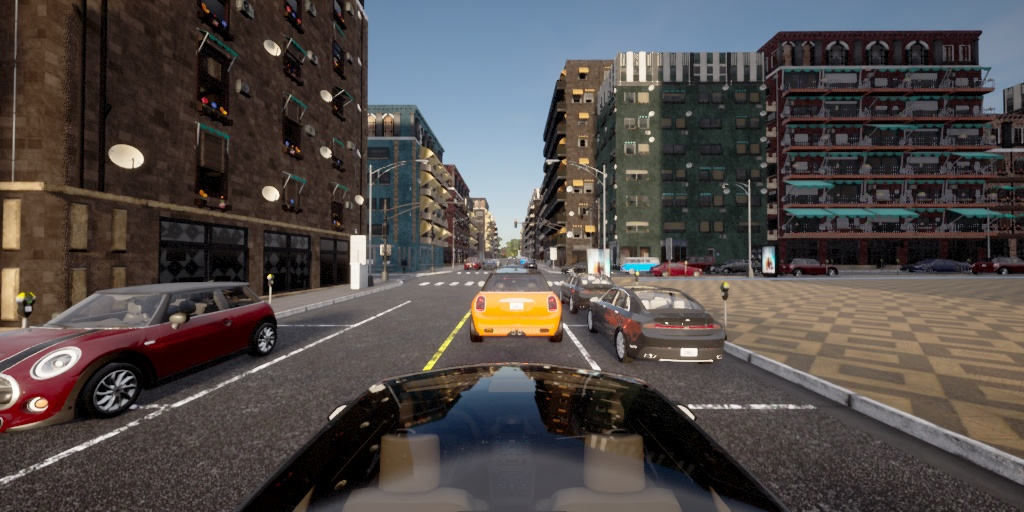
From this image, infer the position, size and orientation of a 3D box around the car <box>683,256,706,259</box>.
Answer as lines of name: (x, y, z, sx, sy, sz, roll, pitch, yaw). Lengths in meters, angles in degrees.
car: (19.300, 0.974, 38.442, 5.009, 1.841, 2.192, 0, 0, 0)

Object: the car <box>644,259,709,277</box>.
car: (13.710, 1.160, 30.102, 4.207, 1.307, 1.802, 0, 0, 0)

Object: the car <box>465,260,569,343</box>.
car: (0.098, 1.104, 9.886, 2.097, 1.767, 4.553, 0, 0, 0)

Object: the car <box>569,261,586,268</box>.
car: (7.465, 1.226, 36.491, 4.892, 1.490, 1.837, 0, 0, 9)

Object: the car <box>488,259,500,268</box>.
car: (-3.075, 1.294, 60.957, 1.812, 1.442, 4.674, 0, 0, 0)

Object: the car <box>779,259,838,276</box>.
car: (24.765, 0.933, 30.022, 4.097, 1.591, 1.967, 0, 0, 0)

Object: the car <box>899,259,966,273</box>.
car: (42.051, 0.997, 35.662, 5.357, 1.411, 2.033, 0, -1, 1)

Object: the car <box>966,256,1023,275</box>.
car: (41.346, 0.809, 29.902, 4.097, 1.591, 1.967, 0, 0, 0)

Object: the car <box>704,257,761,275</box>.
car: (22.429, 1.086, 35.840, 4.902, 1.511, 2.128, -1, -1, 0)

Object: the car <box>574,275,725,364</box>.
car: (2.821, 1.302, 7.906, 2.007, 1.370, 4.403, 0, 0, 0)

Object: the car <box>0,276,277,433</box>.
car: (-5.819, 1.191, 5.671, 1.967, 1.591, 4.097, 0, 0, 0)

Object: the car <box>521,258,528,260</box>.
car: (2.695, 1.330, 51.669, 1.948, 1.339, 4.313, 0, 0, 0)

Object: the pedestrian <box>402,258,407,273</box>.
pedestrian: (-12.526, 1.094, 41.635, 0.375, 1.860, 0.375, 0, 0, 0)

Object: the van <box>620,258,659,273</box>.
van: (13.773, 1.043, 38.482, 3.998, 1.789, 1.690, 0, 0, 0)

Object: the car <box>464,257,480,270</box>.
car: (-5.686, 1.079, 51.710, 2.192, 1.841, 5.009, 0, 0, 0)

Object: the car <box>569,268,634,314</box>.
car: (2.821, 1.303, 13.476, 2.007, 1.370, 4.403, 0, 0, 0)
